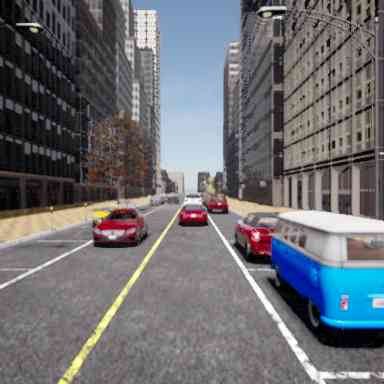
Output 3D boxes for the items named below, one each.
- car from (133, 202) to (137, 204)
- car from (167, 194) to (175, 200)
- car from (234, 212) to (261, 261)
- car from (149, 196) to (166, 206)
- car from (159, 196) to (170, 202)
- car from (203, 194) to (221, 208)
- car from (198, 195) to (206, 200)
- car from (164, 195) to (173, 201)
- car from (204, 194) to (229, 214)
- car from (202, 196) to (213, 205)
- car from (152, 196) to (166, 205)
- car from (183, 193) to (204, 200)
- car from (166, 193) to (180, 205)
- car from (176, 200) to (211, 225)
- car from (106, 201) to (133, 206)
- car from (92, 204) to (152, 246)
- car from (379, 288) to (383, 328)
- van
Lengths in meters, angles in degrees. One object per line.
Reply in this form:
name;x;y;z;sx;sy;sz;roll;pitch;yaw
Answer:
car;-5.691;1.506;29.331;2.008;1.369;4.403;0;0;0
car;-5.696;1.354;91.946;1.887;1.381;4.507;0;0;0
car;2.692;1.424;12.244;1.967;1.590;4.097;0;0;0
car;-5.693;1.461;52.100;2.008;1.369;4.403;0;0;0
car;-5.694;1.451;69.176;1.802;1.307;4.206;0;0;0
car;2.690;1.238;46.397;2.192;1.841;5.009;0;0;0
car;2.685;1.391;86.242;1.947;1.339;4.313;0;0;0
car;-5.696;1.390;80.562;2.008;1.369;4.403;0;0;0
car;2.691;1.260;35.012;2.192;1.841;5.009;0;0;0
car;2.687;1.422;57.951;1.752;1.417;4.829;0;0;0
car;-5.694;1.463;57.793;1.947;1.339;4.313;0;0;0
car;0.098;1.158;40.373;2.150;2.045;5.566;0;0;0
car;-3.066;1.405;56.414;1.837;1.490;4.892;0;0;0
car;0.097;1.528;23.981;1.994;1.385;4.181;0;0;0
car;-5.690;1.491;23.468;1.752;1.417;4.829;0;0;0
car;-3.102;1.505;15.292;1.812;1.442;4.674;0;0;0
car;2.692;1.565;0.859;1.947;1.339;4.313;0;0;0
van;2.692;1.333;6.553;1.690;1.788;3.998;0;0;0
